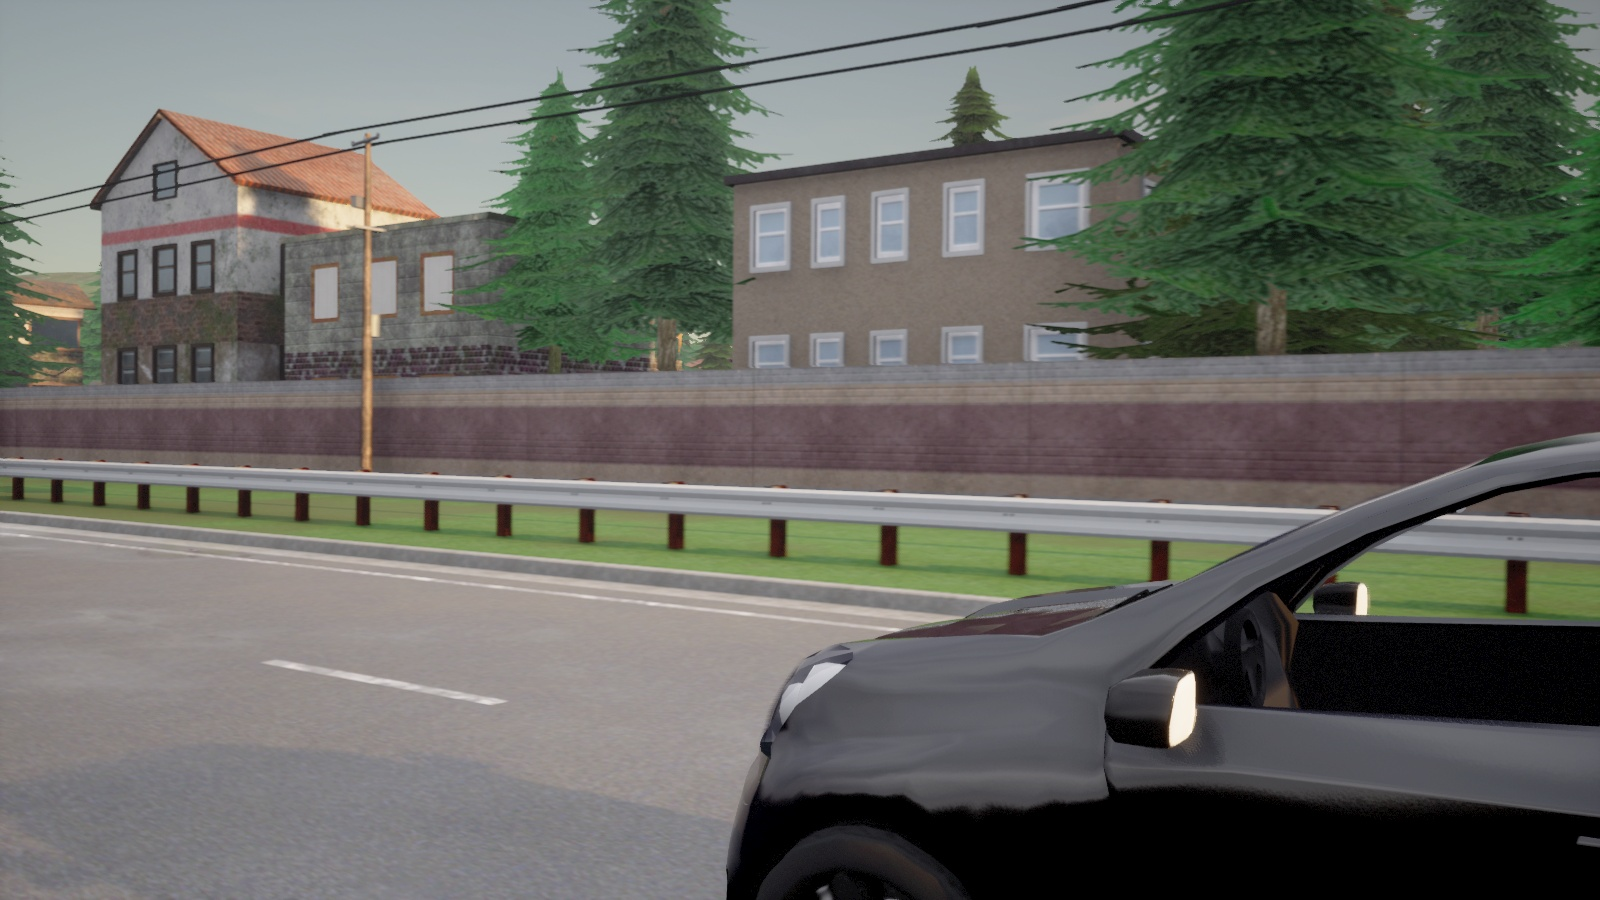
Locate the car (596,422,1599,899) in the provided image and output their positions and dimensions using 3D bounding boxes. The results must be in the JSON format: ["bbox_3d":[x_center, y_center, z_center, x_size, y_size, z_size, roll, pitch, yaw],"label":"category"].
[{"bbox_3d":[1.574,0.696,2.578,3.633,1.501,1.845,0,1,34],"label":"car"}]
